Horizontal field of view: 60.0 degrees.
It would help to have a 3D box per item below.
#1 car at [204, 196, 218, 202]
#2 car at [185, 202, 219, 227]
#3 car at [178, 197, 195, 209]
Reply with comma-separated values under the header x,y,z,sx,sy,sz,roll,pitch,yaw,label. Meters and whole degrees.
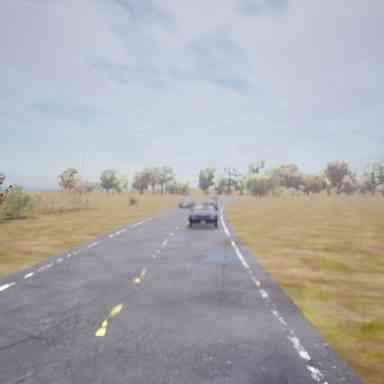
x,y,z,sx,sy,sz,roll,pitch,yaw,label
2.343,1.545,42.115,2.033,1.411,5.357,0,0,6,car
0.825,1.599,22.962,1.895,1.301,4.718,0,0,3,car
-0.666,1.484,43.936,2.128,1.511,4.902,0,0,6,car
